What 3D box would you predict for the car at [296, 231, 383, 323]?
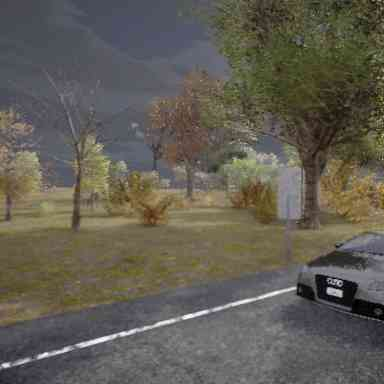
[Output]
[{"bbox_3d":[4.088,1.546,6.909,4.181,1.385,1.994,0,0,-35],"label":"car"}]
